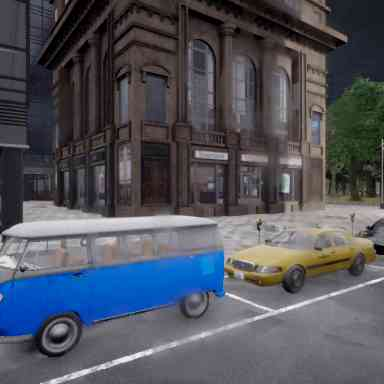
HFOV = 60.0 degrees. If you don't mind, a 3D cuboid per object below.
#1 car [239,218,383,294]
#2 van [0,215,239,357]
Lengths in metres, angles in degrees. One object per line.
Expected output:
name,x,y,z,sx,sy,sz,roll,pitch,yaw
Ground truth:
car,3.005,1.526,8.789,4.829,1.417,1.752,0,0,-35
van,-1.286,1.341,5.733,3.998,1.788,1.690,0,0,-35
